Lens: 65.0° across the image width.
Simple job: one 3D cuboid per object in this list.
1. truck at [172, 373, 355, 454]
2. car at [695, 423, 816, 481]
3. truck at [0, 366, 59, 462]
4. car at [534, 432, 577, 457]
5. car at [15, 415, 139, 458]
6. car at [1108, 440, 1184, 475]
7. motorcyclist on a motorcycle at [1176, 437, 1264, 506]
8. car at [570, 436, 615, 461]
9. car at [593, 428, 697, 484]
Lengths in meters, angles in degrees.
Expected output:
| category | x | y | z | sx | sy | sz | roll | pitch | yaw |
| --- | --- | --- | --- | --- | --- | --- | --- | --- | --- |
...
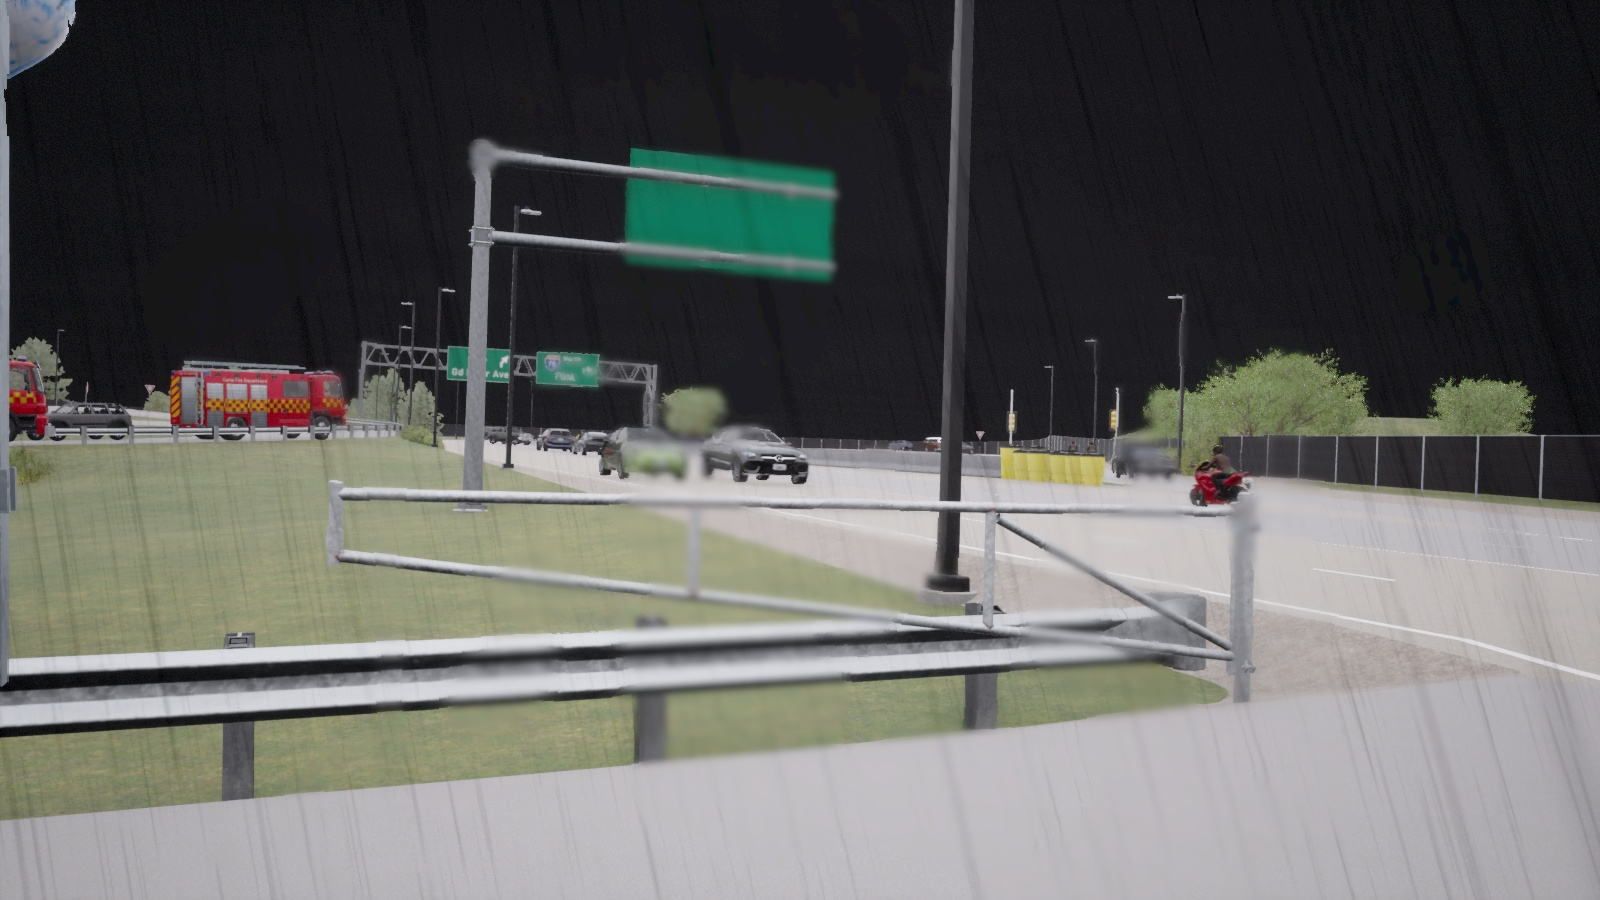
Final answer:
| category | x | y | z | sx | sy | sz | roll | pitch | yaw |
| --- | --- | --- | --- | --- | --- | --- | --- | --- | --- |
| truck | -27.125 | -1.858 | 63.993 | 2.891 | 3.827 | 8.468 | 1 | 2 | 31 |
| car | -1.458 | 0.038 | 38.588 | 2.152 | 1.651 | 5.027 | 1 | 0 | -21 |
| truck | -34.556 | -1.389 | 50.051 | 8.468 | 3.827 | 2.891 | -2 | 1 | -30 |
| car | -17.675 | -0.409 | 90.574 | 2.242 | 1.667 | 4.611 | 1 | 0 | -21 |
| car | -33.539 | -0.637 | 58.369 | 1.932 | 1.855 | 4.605 | 0 | 2 | 28 |
| car | 15.278 | 0.298 | 55.775 | 2.033 | 1.411 | 5.357 | 0 | 1 | 2 |
| motorcyclist on a motorcycle | 9.694 | 0.473 | 29.064 | 0.797 | 1.523 | 2.044 | 1 | 0 | -21 |
| car | -12.983 | -0.105 | 78.349 | 1.837 | 1.490 | 4.892 | 1 | 0 | -21 |
| car | -4.668 | 0.155 | 37.176 | 2.007 | 1.525 | 4.514 | 1 | 0 | -21 |
